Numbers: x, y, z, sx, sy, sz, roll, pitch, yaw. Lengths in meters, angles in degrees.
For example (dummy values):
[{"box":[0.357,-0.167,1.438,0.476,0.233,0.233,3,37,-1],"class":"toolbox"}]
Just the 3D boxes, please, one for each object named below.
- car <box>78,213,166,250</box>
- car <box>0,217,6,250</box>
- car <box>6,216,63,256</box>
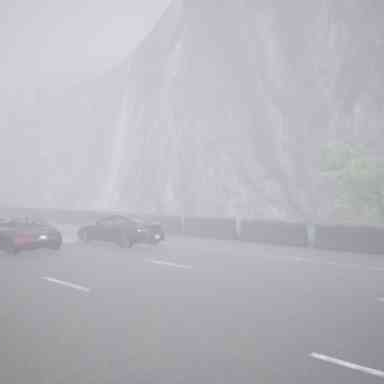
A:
[{"box":[-3.277,1.693,15.257,4.674,1.442,1.812,0,-1,37],"class":"car"},{"box":[-8.199,1.305,10.209,5.566,2.045,2.150,0,-1,37],"class":"car"},{"box":[-7.275,1.691,13.896,4.181,1.385,1.994,0,-1,37],"class":"car"}]
